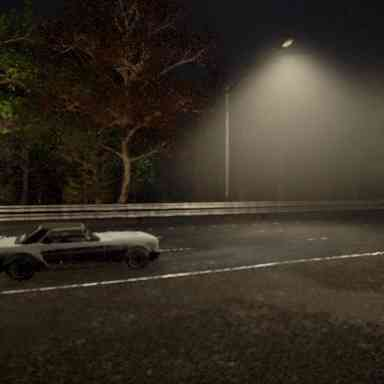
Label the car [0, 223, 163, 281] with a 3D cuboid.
[{"bbox_3d":[-3.283,1.544,9.478,4.718,1.301,1.895,0,0,-23],"label":"car"}]
